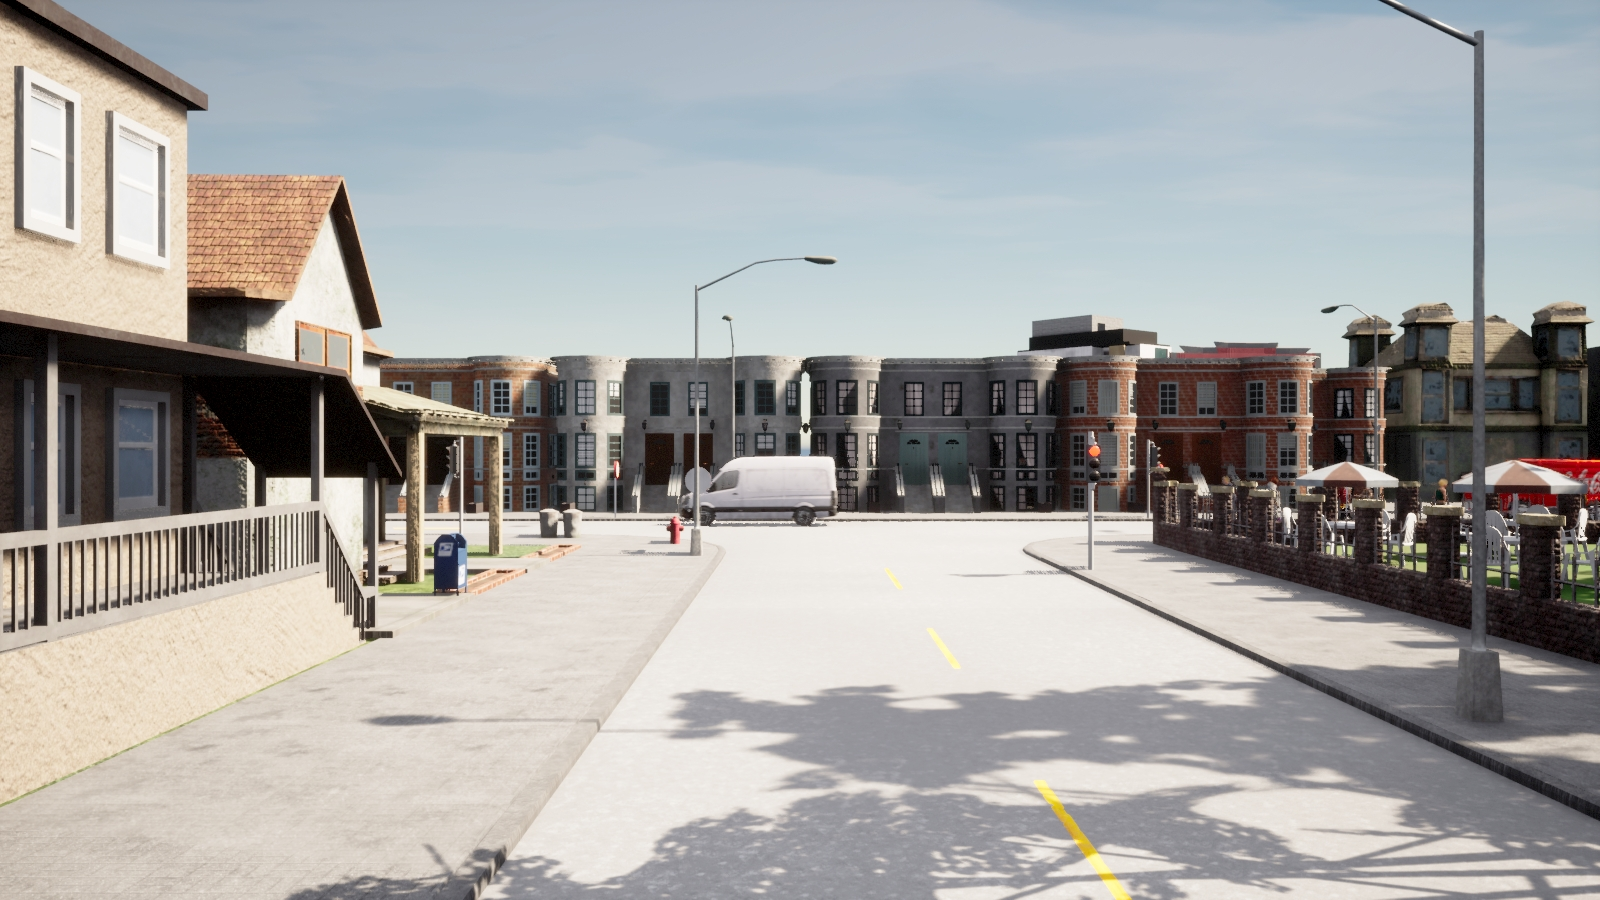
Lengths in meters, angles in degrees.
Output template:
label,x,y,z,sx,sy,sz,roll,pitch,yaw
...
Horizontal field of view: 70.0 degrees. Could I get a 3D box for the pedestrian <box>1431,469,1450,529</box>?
label,x,y,z,sx,sy,sz,roll,pitch,yaw
pedestrian,19.860,1.517,35.438,0.375,1.860,0.375,0,0,0

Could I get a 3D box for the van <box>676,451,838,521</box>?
label,x,y,z,sx,sy,sz,roll,pitch,yaw
van,-1.560,1.314,42.751,5.915,2.561,1.988,0,0,0

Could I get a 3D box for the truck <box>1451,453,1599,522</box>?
label,x,y,z,sx,sy,sz,roll,pitch,yaw
truck,27.725,1.354,42.737,5.204,2.467,2.627,0,0,0

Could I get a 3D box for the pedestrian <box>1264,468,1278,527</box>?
label,x,y,z,sx,sy,sz,roll,pitch,yaw
pedestrian,14.979,1.517,36.327,0.375,1.860,0.375,0,0,18

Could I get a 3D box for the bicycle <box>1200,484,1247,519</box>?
label,x,y,z,sx,sy,sz,roll,pitch,yaw
bicycle,15.841,1.936,42.737,1.643,1.296,0.373,0,0,0
